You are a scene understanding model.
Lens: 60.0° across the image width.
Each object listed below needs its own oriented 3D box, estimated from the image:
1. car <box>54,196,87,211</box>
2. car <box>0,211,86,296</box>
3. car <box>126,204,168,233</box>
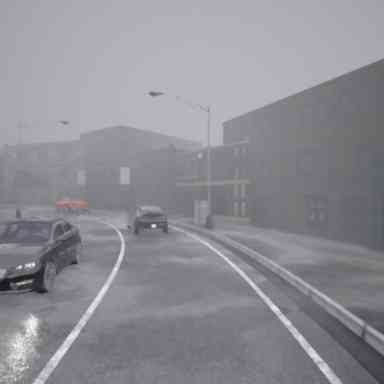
[{"bbox_3d":[-13.514,1.269,36.919,2.097,1.767,4.553,1,0,-44],"label":"car"},{"bbox_3d":[-4.207,1.479,8.746,2.128,1.511,4.902,0,0,-7],"label":"car"},{"bbox_3d":[-2.685,1.486,19.404,1.837,1.490,4.892,1,0,-17],"label":"car"}]
